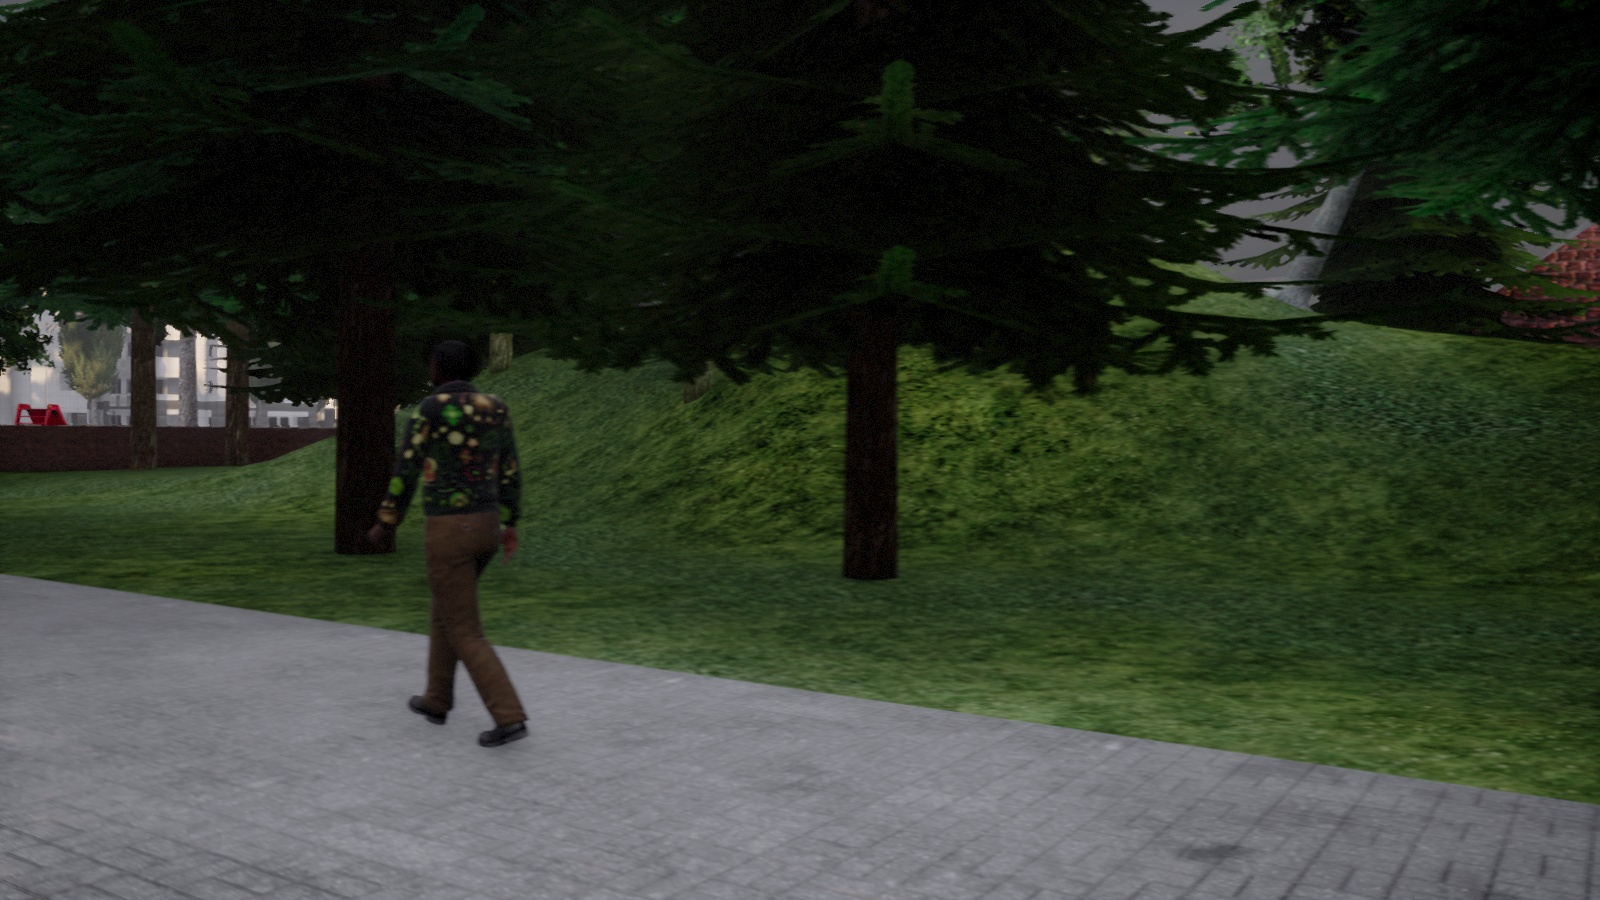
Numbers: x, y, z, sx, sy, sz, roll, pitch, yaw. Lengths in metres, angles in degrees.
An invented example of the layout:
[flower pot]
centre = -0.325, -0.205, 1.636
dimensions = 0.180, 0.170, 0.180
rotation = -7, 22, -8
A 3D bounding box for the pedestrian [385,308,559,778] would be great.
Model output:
[pedestrian]
centre = -1.448, 0.379, 5.527
dimensions = 0.692, 1.930, 0.395
rotation = 0, 1, 41
